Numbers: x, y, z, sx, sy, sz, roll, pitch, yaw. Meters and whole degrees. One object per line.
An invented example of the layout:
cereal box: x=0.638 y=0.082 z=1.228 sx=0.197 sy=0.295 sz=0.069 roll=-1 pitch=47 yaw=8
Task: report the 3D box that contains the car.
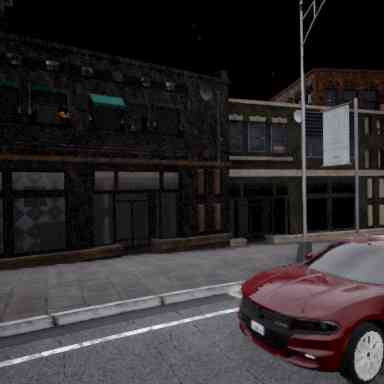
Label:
car: x=3.094 y=1.467 z=5.369 sx=5.008 sy=1.535 sz=1.882 roll=0 pitch=0 yaw=-26
